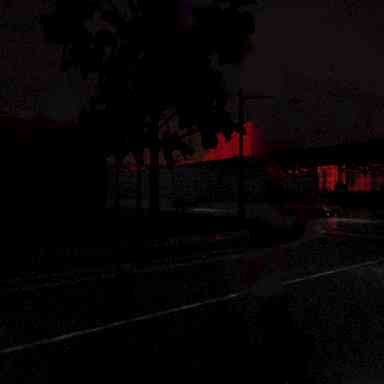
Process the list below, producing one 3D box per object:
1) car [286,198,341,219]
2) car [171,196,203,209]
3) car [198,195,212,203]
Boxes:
[{"bbox_3d":[10.581,1.352,29.163,2.097,1.767,4.553,0,0,-34],"label":"car"},{"bbox_3d":[-0.962,1.600,46.456,1.895,1.301,4.718,0,0,-34],"label":"car"},{"bbox_3d":[1.947,1.352,67.405,2.097,1.767,4.553,0,0,-34],"label":"car"}]
